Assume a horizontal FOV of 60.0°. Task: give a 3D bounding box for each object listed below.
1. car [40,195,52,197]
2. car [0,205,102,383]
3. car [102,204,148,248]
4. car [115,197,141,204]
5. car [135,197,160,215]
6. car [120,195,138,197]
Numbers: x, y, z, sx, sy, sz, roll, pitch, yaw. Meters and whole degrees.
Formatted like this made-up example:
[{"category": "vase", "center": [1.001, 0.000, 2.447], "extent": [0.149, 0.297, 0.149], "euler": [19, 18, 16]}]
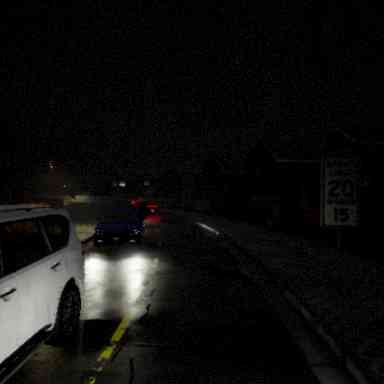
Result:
[{"category": "car", "center": [-29.746, 1.264, 67.664], "extent": [5.008, 1.535, 1.882], "euler": [0, 0, 43]}, {"category": "car", "center": [-2.890, 1.212, 3.473], "extent": [2.150, 2.045, 5.566], "euler": [1, 0, 1]}, {"category": "car", "center": [-3.183, 1.530, 15.226], "extent": [1.882, 1.535, 5.008], "euler": [1, 0, -6]}, {"category": "car", "center": [-6.869, 1.597, 33.473], "extent": [2.128, 1.511, 4.902], "euler": [1, 0, -18]}, {"category": "car", "center": [-4.790, 1.637, 35.736], "extent": [1.837, 1.490, 4.892], "euler": [1, -1, -20]}, {"category": "car", "center": [-8.806, 1.357, 45.194], "extent": [2.150, 2.045, 5.566], "euler": [1, 0, -27]}]
